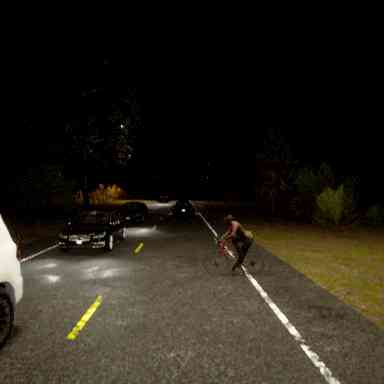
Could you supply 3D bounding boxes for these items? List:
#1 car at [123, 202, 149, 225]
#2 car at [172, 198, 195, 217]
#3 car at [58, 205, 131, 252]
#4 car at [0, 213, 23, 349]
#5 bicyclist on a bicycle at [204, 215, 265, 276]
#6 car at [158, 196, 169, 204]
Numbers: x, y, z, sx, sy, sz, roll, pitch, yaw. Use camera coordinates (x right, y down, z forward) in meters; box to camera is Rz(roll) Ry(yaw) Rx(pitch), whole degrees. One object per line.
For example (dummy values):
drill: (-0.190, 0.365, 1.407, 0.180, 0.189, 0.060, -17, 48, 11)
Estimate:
car: (-4.283, 1.460, 24.338, 1.882, 1.535, 5.008, 0, 0, -2)
car: (-0.784, 1.542, 30.560, 1.994, 1.385, 4.181, 0, 0, -2)
car: (-3.983, 1.494, 13.950, 1.837, 1.490, 4.892, 0, 0, -2)
car: (-3.668, 1.221, 3.051, 2.150, 2.045, 5.566, 0, 0, -3)
bicyclist on a bicycle: (1.134, 1.446, 8.904, 1.656, 1.620, 0.582, 0, 0, -2)
car: (-5.418, 1.468, 64.213, 2.128, 1.511, 4.902, 0, 0, -1)
